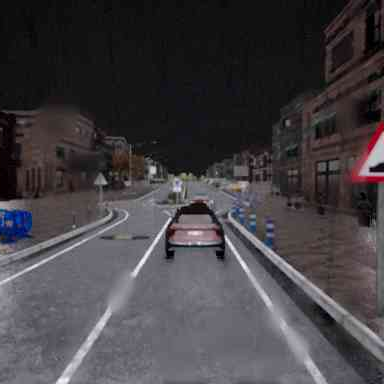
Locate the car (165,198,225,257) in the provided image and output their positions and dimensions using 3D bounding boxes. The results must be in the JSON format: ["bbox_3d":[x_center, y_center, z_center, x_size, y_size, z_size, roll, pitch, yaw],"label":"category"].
[{"bbox_3d":[0.100,1.257,12.203,2.033,1.649,4.856,0,1,0],"label":"car"}]

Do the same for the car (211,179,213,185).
[{"bbox_3d":[8.018,-1.880,83.355,4.892,1.521,2.231,0,3,-1],"label":"car"}]

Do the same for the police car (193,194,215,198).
[{"bbox_3d":[0.901,0.938,27.928,2.038,1.542,4.974,0,1,10],"label":"police car"}]

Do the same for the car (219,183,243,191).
[{"bbox_3d":[8.176,-1.066,69.601,4.674,1.452,2.002,0,3,-1],"label":"car"}]

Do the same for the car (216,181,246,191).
[{"bbox_3d":[8.019,-0.943,66.844,5.366,1.575,1.946,0,3,-1],"label":"car"}]

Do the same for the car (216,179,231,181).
[{"bbox_3d":[8.109,-1.394,72.341,4.553,1.767,2.185,0,3,-1],"label":"car"}]

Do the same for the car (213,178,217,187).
[{"bbox_3d":[8.138,-1.678,75.085,5.566,2.045,2.435,0,3,-1],"label":"car"}]

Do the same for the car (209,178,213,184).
[{"bbox_3d":[7.922,-2.303,91.611,5.008,1.535,2.097,0,3,-1],"label":"car"}]
